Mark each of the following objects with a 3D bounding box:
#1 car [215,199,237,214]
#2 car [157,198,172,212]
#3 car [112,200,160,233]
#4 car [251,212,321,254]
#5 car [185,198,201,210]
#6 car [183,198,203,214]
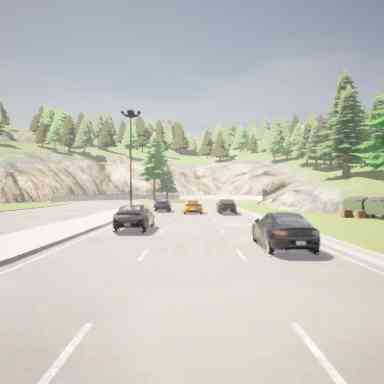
[{"bbox_3d":[3.600,1.503,35.112,1.837,1.490,4.892,0,-1,0],"label":"car"},{"bbox_3d":[-3.396,1.491,39.082,2.128,1.511,4.902,0,0,0],"label":"car"},{"bbox_3d":[-3.399,1.491,19.845,2.128,1.511,4.902,0,0,0],"label":"car"},{"bbox_3d":[3.600,1.526,13.286,1.812,1.442,4.674,0,0,0],"label":"car"},{"bbox_3d":[0.139,1.547,44.511,2.033,1.411,5.357,0,0,1],"label":"car"},{"bbox_3d":[0.097,1.478,34.685,1.882,1.535,5.008,0,0,0],"label":"car"}]
